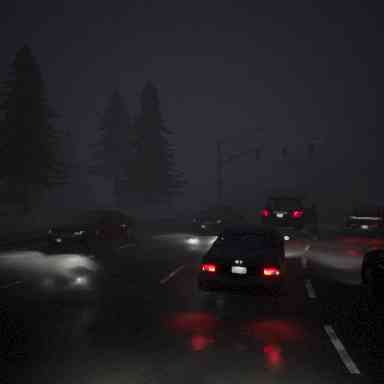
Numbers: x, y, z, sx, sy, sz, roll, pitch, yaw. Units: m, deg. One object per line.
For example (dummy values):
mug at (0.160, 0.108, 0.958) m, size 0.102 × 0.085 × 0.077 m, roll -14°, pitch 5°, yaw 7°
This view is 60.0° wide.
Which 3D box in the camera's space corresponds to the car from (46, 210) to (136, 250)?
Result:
car at (-4.124, 1.519, 14.506) m, size 1.812 × 1.442 × 4.674 m, roll 0°, pitch 0°, yaw 21°

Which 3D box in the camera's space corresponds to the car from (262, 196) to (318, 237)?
car at (5.481, 1.216, 18.266) m, size 2.150 × 2.045 × 5.566 m, roll 0°, pitch 0°, yaw 28°

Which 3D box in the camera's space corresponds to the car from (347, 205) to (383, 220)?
car at (9.712, 1.487, 18.214) m, size 2.128 × 1.511 × 4.902 m, roll 0°, pitch 0°, yaw 33°

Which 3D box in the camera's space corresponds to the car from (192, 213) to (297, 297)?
car at (1.544, 1.544, 8.817) m, size 2.033 × 1.411 × 5.357 m, roll 0°, pitch 0°, yaw 15°

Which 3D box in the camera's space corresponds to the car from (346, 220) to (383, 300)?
car at (4.387, 1.491, 5.395) m, size 2.128 × 1.511 × 4.902 m, roll 0°, pitch 0°, yaw 9°

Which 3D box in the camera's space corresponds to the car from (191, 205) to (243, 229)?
car at (1.686, 1.519, 19.175) m, size 1.812 × 1.442 × 4.674 m, roll 0°, pitch 0°, yaw 28°
